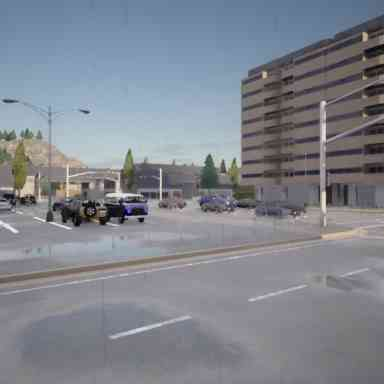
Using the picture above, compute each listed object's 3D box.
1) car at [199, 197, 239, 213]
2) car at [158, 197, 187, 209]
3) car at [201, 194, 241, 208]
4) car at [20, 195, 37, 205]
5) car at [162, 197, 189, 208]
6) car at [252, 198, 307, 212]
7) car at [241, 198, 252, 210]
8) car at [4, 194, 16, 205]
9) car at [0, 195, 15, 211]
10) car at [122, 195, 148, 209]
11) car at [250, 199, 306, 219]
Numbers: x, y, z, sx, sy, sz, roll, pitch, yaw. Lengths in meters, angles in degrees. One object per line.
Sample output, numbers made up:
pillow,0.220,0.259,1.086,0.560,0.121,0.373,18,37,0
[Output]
car,2.832,1.619,37.091,1.994,1.385,4.181,0,0,-35
car,-2.938,1.619,45.207,1.994,1.385,4.181,0,0,-35
car,3.201,1.276,42.606,2.150,2.045,5.566,0,0,-35
car,-27.275,1.208,55.347,1.932,1.855,4.605,0,0,-35
car,-2.635,1.559,50.838,1.837,1.490,4.892,0,0,-35
car,9.092,1.602,34.319,2.033,1.411,5.357,0,0,-35
car,7.139,1.546,43.451,2.128,1.511,4.902,0,0,-35
car,-29.671,1.211,53.722,1.905,1.878,3.866,0,0,-35
car,-21.807,1.451,37.892,1.970,1.475,3.806,0,0,-35
car,-9.088,1.655,53.927,1.895,1.301,4.718,0,0,-35
car,7.700,1.618,30.239,1.994,1.385,4.181,0,0,-35
